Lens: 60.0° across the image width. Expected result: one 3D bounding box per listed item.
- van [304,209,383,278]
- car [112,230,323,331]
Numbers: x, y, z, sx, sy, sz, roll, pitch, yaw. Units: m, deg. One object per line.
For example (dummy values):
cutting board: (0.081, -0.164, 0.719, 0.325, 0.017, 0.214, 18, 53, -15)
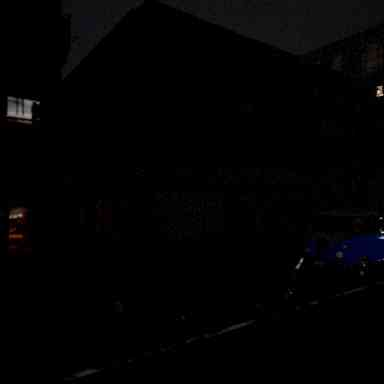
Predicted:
van: (5.137, 1.434, 10.222, 3.998, 1.788, 1.690, 1, 0, -35)
car: (0.535, 1.606, 6.942, 4.313, 1.339, 1.947, 1, 0, -35)
